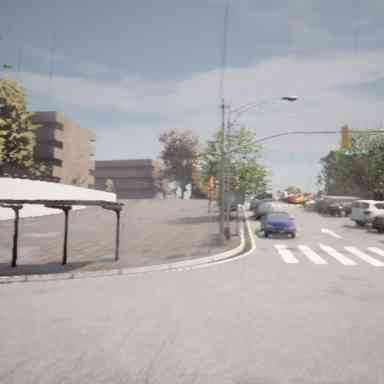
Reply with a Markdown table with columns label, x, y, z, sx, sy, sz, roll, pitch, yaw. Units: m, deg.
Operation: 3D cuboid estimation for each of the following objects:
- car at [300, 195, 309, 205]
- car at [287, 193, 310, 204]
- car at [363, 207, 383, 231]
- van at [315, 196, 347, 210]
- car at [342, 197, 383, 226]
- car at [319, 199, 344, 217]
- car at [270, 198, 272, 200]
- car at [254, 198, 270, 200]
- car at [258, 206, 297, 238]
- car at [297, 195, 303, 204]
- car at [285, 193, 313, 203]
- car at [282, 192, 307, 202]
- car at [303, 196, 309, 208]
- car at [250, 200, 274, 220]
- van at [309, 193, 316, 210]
| label | x | y | z | sx | sy | sz | roll | pitch | yaw |
| --- | --- | --- | --- | --- | --- | --- | --- | --- | --- |
| car | 18.160 | 1.642 | 46.460 | 4.674 | 1.452 | 2.002 | 1 | 1 | -11 |
| car | 20.067 | 1.404 | 58.457 | 5.366 | 1.575 | 1.946 | 1 | 1 | -12 |
| car | 14.558 | 2.036 | 22.549 | 4.674 | 1.452 | 2.002 | 1 | 1 | -11 |
| van | 16.697 | 1.522 | 37.454 | 4.442 | 1.987 | 1.878 | 1 | 1 | -11 |
| car | 15.034 | 1.696 | 25.540 | 5.566 | 2.045 | 2.435 | 1 | 1 | -11 |
| car | 16.347 | 1.800 | 34.500 | 4.892 | 1.521 | 2.231 | 1 | 1 | -11 |
| car | 19.019 | 2.310 | 82.565 | 1.812 | 1.442 | 4.674 | -1 | -7 | 29 |
| car | 8.465 | 1.660 | 42.570 | 1.994 | 1.385 | 4.181 | 1 | 1 | 9 |
| car | 5.492 | 1.973 | 21.399 | 1.812 | 1.442 | 4.674 | 1 | 1 | 8 |
| car | 18.593 | 1.592 | 49.457 | 4.674 | 1.452 | 2.002 | 1 | 1 | -12 |
| car | 20.679 | 1.178 | 64.428 | 4.553 | 1.767 | 2.185 | 1 | 0 | -13 |
| car | 20.279 | 1.102 | 61.402 | 5.566 | 2.045 | 2.435 | 1 | 1 | -12 |
| car | 17.889 | 1.651 | 43.508 | 5.366 | 1.575 | 1.946 | 1 | 1 | -11 |
| car | 6.905 | 1.825 | 31.641 | 2.033 | 1.411 | 5.357 | 1 | 1 | 6 |
| van | 17.147 | 1.473 | 40.449 | 4.442 | 1.987 | 1.878 | 1 | 1 | -11 |
